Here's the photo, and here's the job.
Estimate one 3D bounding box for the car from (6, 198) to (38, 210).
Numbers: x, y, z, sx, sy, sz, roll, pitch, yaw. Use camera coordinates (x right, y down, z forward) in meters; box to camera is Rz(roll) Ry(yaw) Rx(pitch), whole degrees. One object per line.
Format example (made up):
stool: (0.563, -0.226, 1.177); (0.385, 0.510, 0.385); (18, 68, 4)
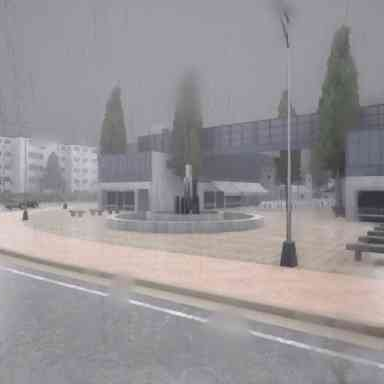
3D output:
car: (-21.859, 1.491, 43.015); (2.128, 1.511, 4.902); (0, 0, 5)
